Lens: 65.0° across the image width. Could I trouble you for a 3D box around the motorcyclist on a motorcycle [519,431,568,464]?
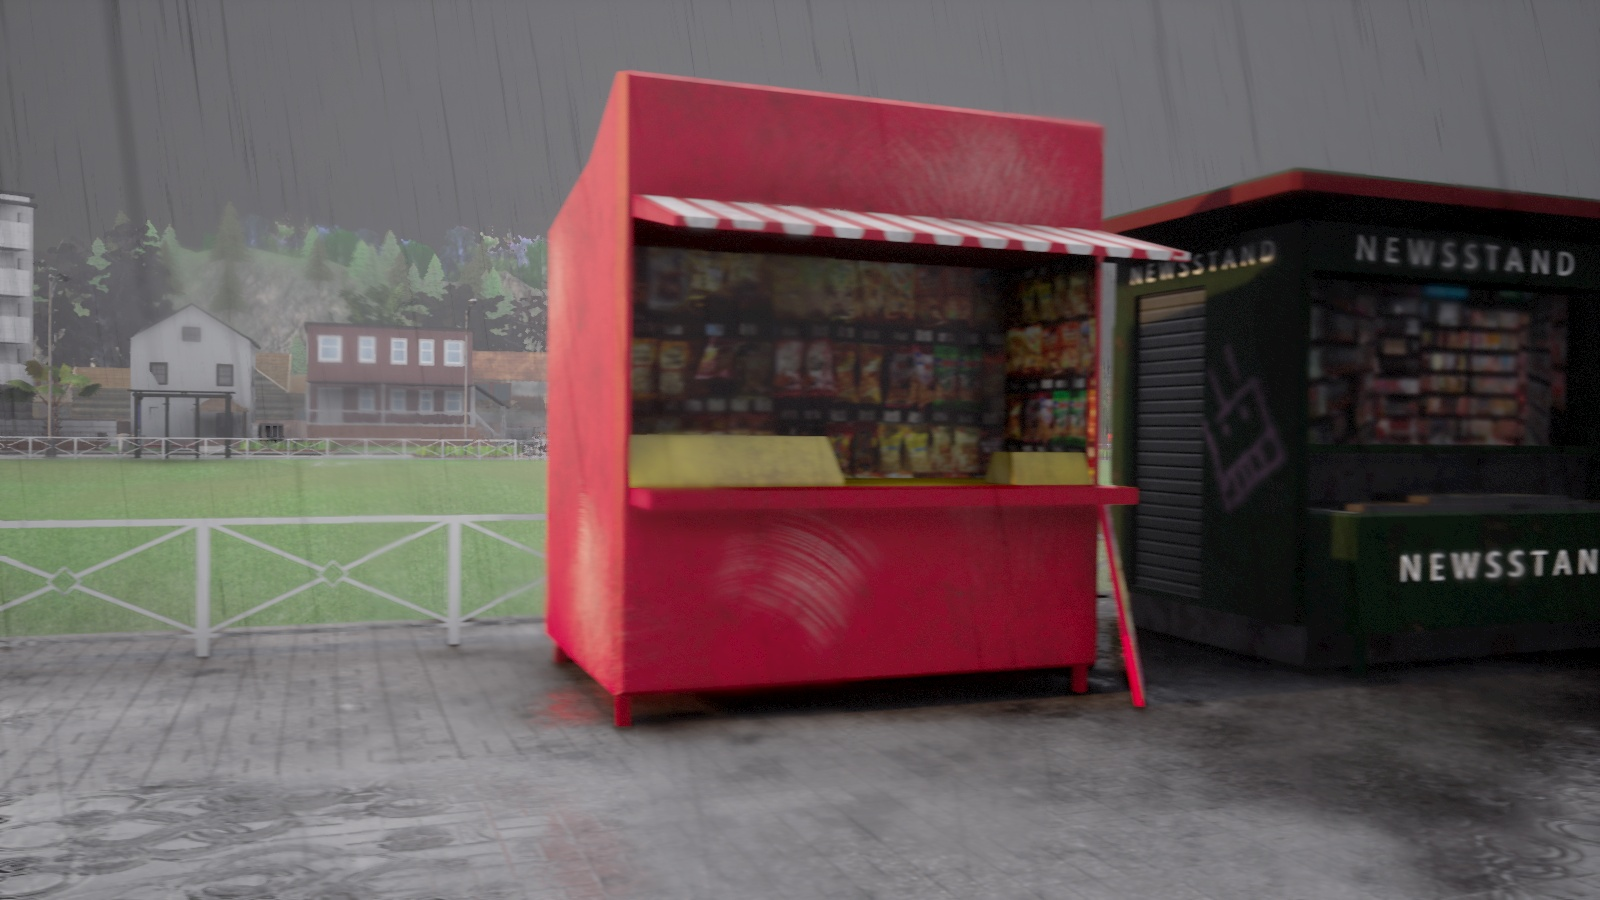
[{"bbox_3d":[-13.221,-0.162,64.751,2.350,1.649,0.766,-1,1,-21],"label":"motorcyclist on a motorcycle"}]
